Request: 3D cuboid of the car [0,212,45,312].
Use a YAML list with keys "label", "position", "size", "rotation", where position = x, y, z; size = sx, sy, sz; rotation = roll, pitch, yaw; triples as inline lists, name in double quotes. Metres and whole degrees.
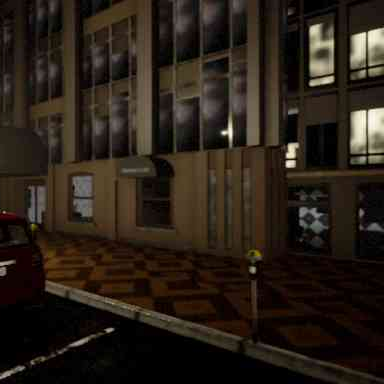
- label: "car"
  position: [-4.826, 1.258, 6.325]
  size: [5.009, 1.841, 2.192]
  rotation: [1, 0, 35]
